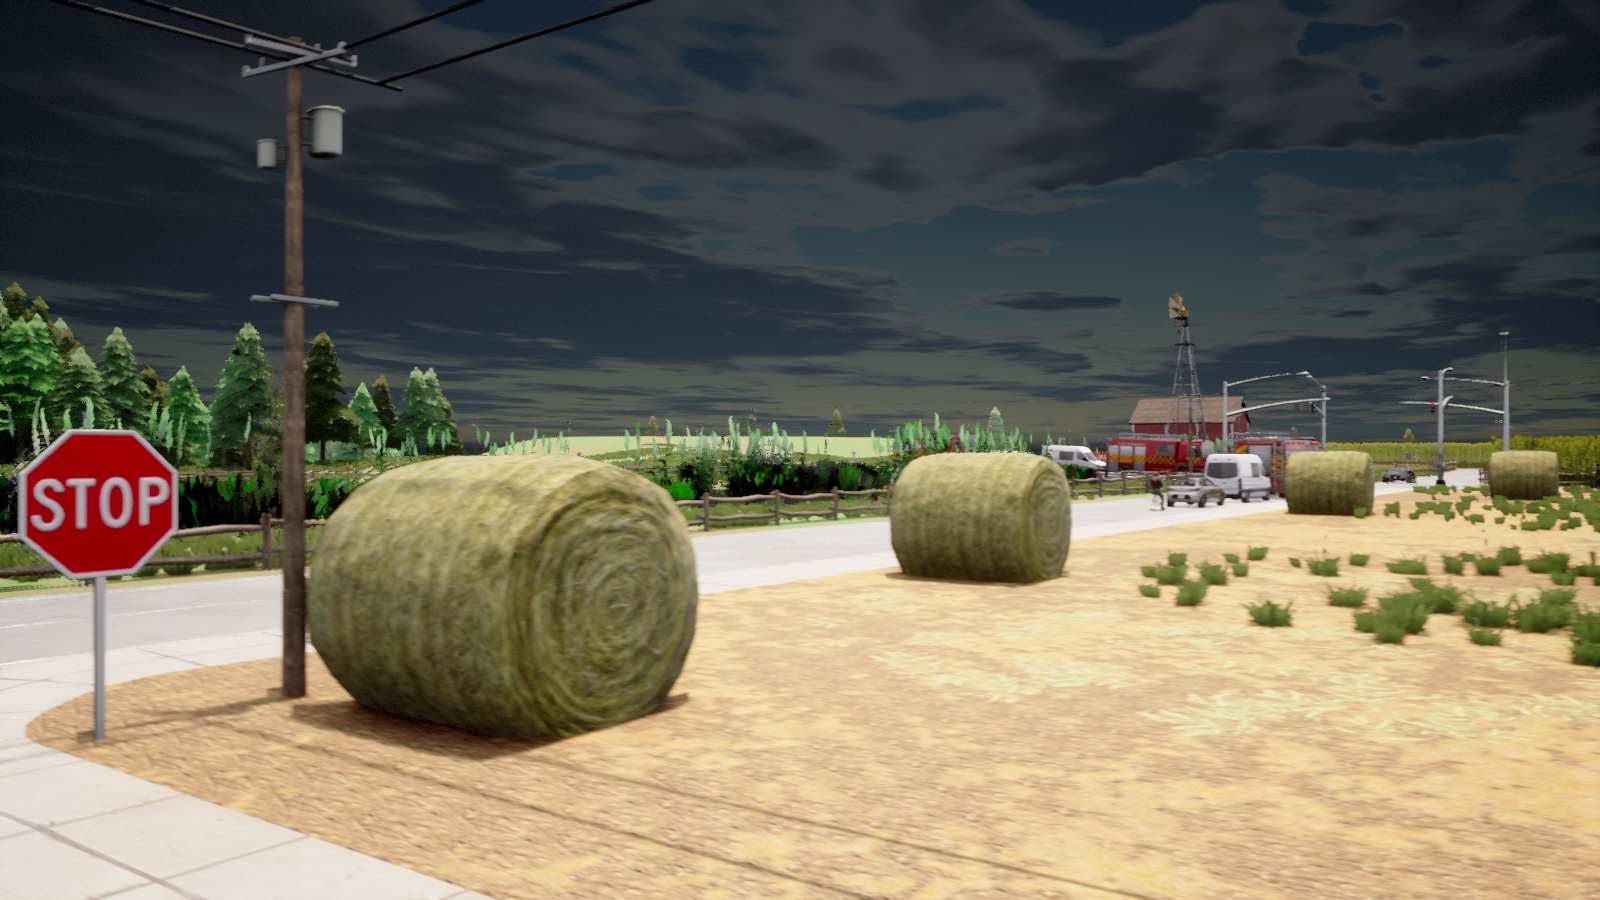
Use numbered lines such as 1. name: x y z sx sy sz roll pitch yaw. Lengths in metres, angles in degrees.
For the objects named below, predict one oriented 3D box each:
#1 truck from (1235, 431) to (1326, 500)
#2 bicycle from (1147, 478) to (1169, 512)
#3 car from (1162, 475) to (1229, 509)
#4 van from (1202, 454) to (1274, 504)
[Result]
1. truck: 28.659 0.854 67.941 2.891 3.827 8.468 0 0 38
2. bicycle: 16.312 2.024 52.010 0.329 1.471 1.835 0 0 38
3. car: 19.404 2.029 55.980 1.816 1.474 4.193 0 0 38
4. van: 23.591 1.498 61.386 1.988 2.561 5.915 0 0 38
